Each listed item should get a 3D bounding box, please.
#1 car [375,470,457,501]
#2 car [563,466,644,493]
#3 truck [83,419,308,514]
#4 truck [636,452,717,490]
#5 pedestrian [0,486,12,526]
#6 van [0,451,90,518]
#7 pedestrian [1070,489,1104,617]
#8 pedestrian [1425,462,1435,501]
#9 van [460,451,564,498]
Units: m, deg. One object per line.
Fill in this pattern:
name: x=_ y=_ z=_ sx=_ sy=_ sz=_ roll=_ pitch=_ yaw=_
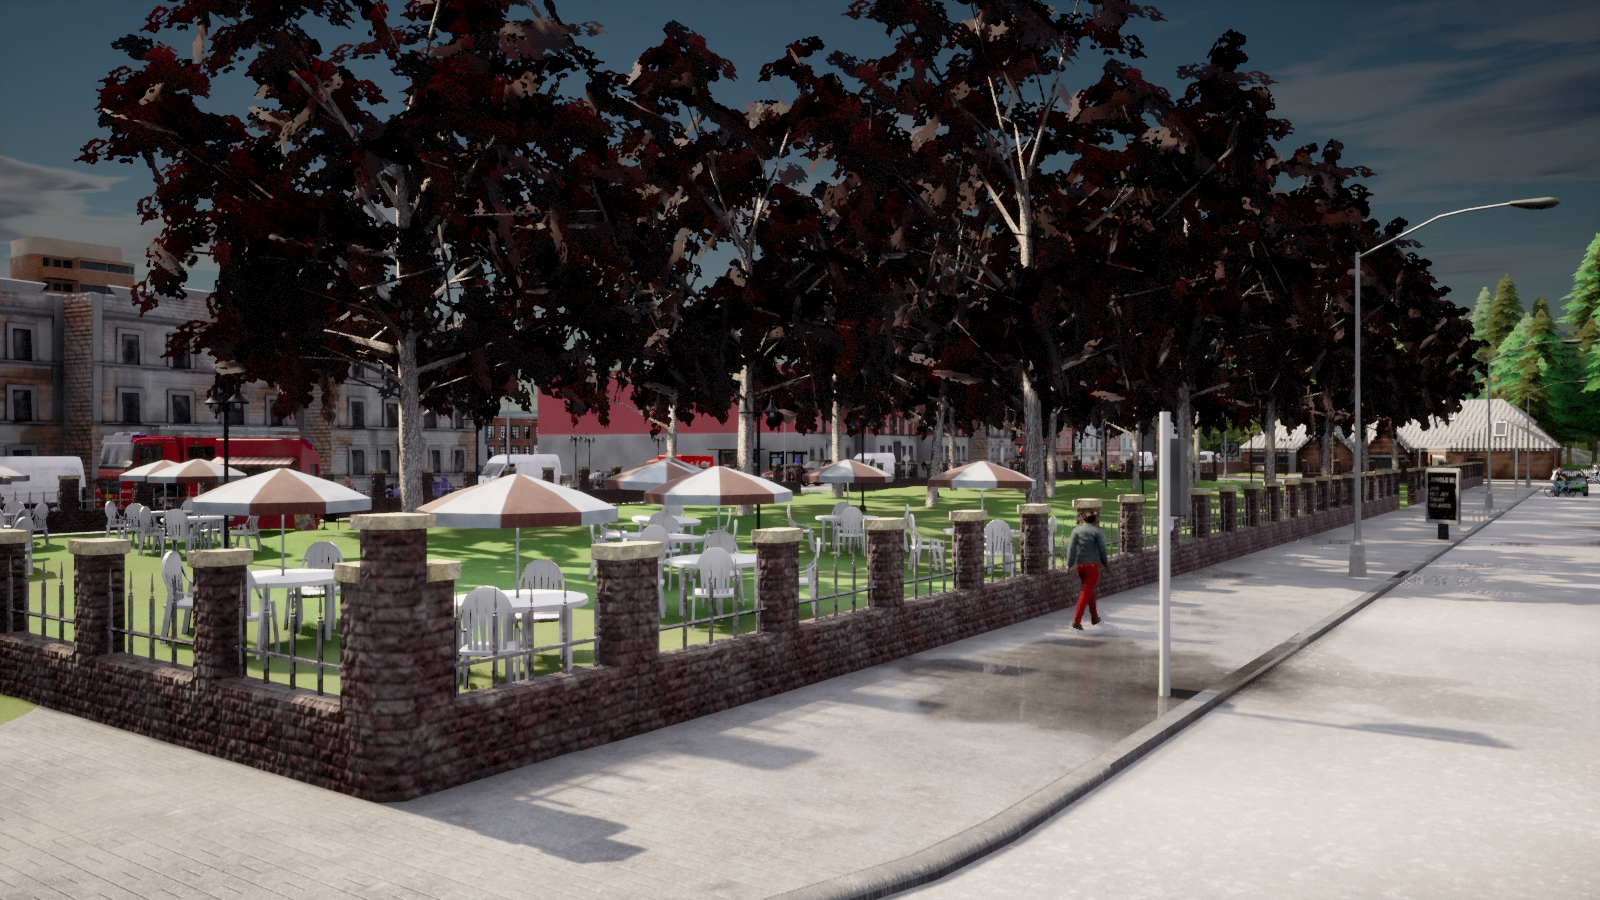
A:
car: x=-20.045 y=1.818 z=59.739 sx=1.845 sy=1.501 sz=3.633 roll=0 pitch=0 yaw=35
car: x=-12.166 y=1.814 z=71.050 sx=2.097 sy=1.535 sz=5.006 roll=0 pitch=0 yaw=35
truck: x=-26.598 y=0.670 z=50.778 sx=2.891 sy=3.827 sz=8.468 roll=0 pitch=0 yaw=35
truck: x=-8.233 y=1.348 z=76.671 sx=2.627 sy=2.467 sz=5.204 roll=0 pitch=0 yaw=35
pedestrian: x=-25.724 y=1.805 z=36.897 sx=0.375 sy=1.300 sz=0.375 roll=0 pitch=0 yaw=44
van: x=-31.021 y=1.314 z=44.007 sx=1.988 sy=2.561 sz=5.915 roll=0 pitch=0 yaw=35
pedestrian: x=4.279 y=1.517 z=17.031 sx=0.375 sy=1.860 sz=0.375 roll=0 pitch=0 yaw=37
pedestrian: x=30.678 y=1.525 z=55.658 sx=0.375 sy=1.860 sz=0.375 roll=0 pitch=0 yaw=35
van: x=-16.329 y=1.314 z=65.083 sx=1.988 sy=2.561 sz=5.915 roll=0 pitch=0 yaw=35
